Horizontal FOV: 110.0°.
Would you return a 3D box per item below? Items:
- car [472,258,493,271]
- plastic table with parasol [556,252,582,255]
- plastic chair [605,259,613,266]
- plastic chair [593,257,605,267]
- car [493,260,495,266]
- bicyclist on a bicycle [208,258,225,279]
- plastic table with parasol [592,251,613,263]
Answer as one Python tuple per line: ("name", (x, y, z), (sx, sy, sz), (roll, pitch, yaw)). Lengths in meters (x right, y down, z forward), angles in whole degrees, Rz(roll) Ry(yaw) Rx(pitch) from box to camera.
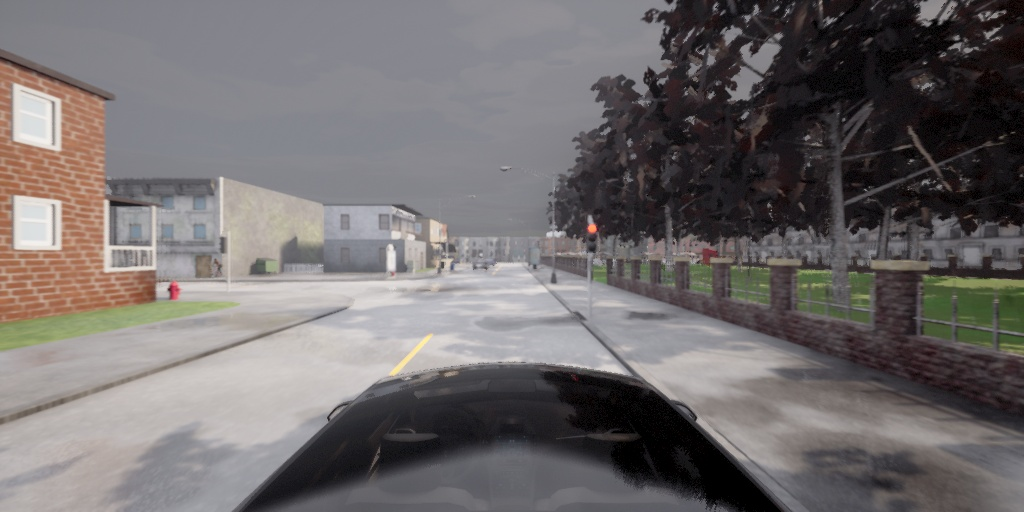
("car", (-4.077, 1.094, 46.932), (2.128, 1.511, 4.902), (0, 0, 0))
("plastic table with parasol", (9.951, 0.486, 62.634), (2.482, 2.480, 2.482), (0, 0, -40))
("plastic chair", (16.005, 1.110, 58.899), (0.750, 1.272, 0.730), (0, 0, -40))
("plastic chair", (14.298, 1.120, 58.995), (0.730, 1.272, 0.750), (0, 0, -35))
("car", (-4.049, 1.073, 63.100), (1.812, 1.442, 4.674), (0, 0, 0))
("bicyclist on a bicycle", (-23.871, 1.007, 29.015), (0.582, 1.620, 1.656), (0, 0, 0))
("plastic table with parasol", (15.271, 0.505, 59.898), (2.482, 2.480, 2.482), (0, 0, -40))
